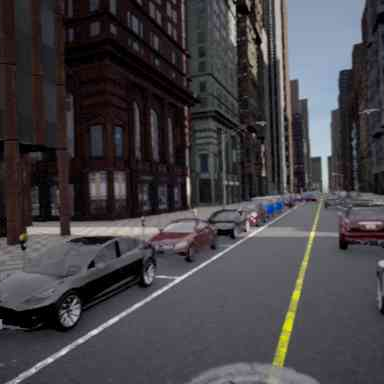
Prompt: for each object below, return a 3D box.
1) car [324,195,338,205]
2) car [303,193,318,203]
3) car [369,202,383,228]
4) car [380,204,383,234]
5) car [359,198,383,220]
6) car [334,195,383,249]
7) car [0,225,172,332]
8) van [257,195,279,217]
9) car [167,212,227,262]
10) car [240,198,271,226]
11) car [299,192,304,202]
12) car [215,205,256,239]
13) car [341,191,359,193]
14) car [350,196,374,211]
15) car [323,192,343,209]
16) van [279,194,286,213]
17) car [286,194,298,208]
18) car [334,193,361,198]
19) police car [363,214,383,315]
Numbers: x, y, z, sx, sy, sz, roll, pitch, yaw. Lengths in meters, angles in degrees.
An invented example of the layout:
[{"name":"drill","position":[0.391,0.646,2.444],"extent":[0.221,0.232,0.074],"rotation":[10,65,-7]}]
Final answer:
[{"name":"car","position":[21.629,1.209,51.935],"extent":[1.895,1.301,4.718],"rotation":[-2,0,22]},{"name":"car","position":[21.183,1.276,58.929],"extent":[1.895,1.301,4.718],"rotation":[-2,0,22]},{"name":"car","position":[11.851,1.301,19.874],"extent":[1.802,1.307,4.206],"rotation":[-2,0,22]},{"name":"car","position":[9.768,1.307,14.637],"extent":[2.008,1.369,4.403],"rotation":[-2,0,22]},{"name":"car","position":[13.932,1.234,25.112],"extent":[2.008,1.369,4.403],"rotation":[-2,0,22]},{"name":"car","position":[7.056,1.186,13.473],"extent":[2.097,1.767,4.553],"rotation":[-3,0,24]},{"name":"car","position":[-2.318,1.693,7.295],"extent":[1.947,1.339,4.313],"rotation":[-2,0,22]},{"name":"van","position":[6.002,1.319,28.248],"extent":[1.690,1.788,3.998],"rotation":[-2,0,22]},{"name":"car","position":[-0.235,1.670,12.533],"extent":[1.802,1.307,4.206],"rotation":[-2,0,22]},{"name":"car","position":[3.924,1.454,23.010],"extent":[1.967,1.590,4.097],"rotation":[-2,0,22]},{"name":"car","position":[20.585,1.286,64.911],"extent":[1.887,1.381,4.507],"rotation":[-2,-1,22]},{"name":"car","position":[1.846,1.617,17.771],"extent":[1.947,1.339,4.313],"rotation":[-2,0,22]},{"name":"car","position":[22.252,0.859,46.063],"extent":[2.192,1.841,5.009],"rotation":[-2,-1,22]},{"name":"car","position":[18.096,1.157,35.587],"extent":[1.887,1.381,4.507],"rotation":[-2,0,22]},{"name":"car","position":[16.819,1.178,39.793],"extent":[2.128,1.511,4.902],"rotation":[-2,0,22]},{"name":"van","position":[8.084,1.283,33.486],"extent":[1.690,1.788,3.998],"rotation":[-2,0,22]},{"name":"car","position":[12.248,1.188,43.961],"extent":[2.192,1.841,5.009],"rotation":[-2,0,22]},{"name":"car","position":[9.467,1.146,18.935],"extent":[2.097,1.767,4.553],"rotation":[-2,0,22]},{"name":"police car","position":[3.611,1.327,4.195],"extent":[1.930,1.638,5.238],"rotation":[-2,0,22]}]
